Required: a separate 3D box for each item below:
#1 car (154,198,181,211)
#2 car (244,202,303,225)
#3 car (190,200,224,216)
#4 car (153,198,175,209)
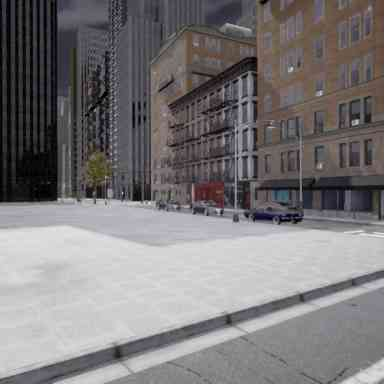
[{"bbox_3d":[-3.093,1.690,43.316,2.128,1.511,4.902,0,0,-26],"label":"car"},{"bbox_3d":[5.975,1.686,24.932,1.895,1.301,4.718,0,0,-26],"label":"car"},{"bbox_3d":[1.458,1.631,34.073,2.128,1.511,4.902,0,0,-26],"label":"car"},{"bbox_3d":[-4.427,1.744,52.075,1.837,1.490,4.892,0,0,-26],"label":"car"}]
